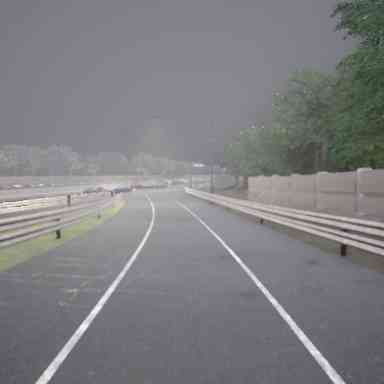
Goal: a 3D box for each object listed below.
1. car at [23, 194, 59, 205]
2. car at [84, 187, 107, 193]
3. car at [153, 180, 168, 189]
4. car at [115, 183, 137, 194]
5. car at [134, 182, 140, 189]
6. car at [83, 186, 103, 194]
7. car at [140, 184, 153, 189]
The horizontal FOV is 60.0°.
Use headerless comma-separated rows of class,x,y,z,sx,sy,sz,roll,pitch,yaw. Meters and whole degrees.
car,-18.273,0.933,40.679,1.895,1.301,4.718,0,3,14
car,-17.034,-0.190,60.431,1.812,1.442,4.674,0,3,14
car,-7.580,-1.667,84.302,2.097,1.767,4.553,0,3,14
car,-12.824,-0.393,62.902,1.882,1.535,5.008,0,3,14
car,-14.377,-1.711,85.975,2.097,1.767,4.553,0,3,14
car,-19.423,-0.396,65.389,1.994,1.385,4.181,0,3,14
car,-10.962,-1.453,85.213,1.895,1.301,4.718,0,3,14
